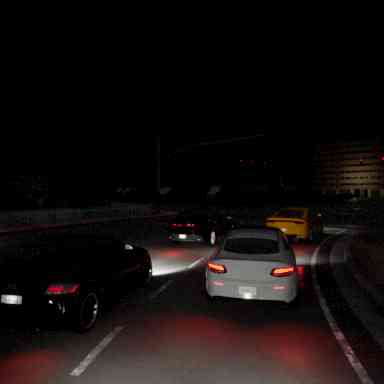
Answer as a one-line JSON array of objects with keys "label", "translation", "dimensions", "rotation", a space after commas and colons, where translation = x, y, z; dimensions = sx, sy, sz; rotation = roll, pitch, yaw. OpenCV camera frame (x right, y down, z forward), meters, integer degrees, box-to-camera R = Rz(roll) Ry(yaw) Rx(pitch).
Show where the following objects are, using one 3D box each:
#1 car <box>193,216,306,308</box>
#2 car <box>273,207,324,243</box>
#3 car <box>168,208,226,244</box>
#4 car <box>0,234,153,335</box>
[{"label": "car", "translation": [1.514, 1.526, 7.937], "dimensions": [1.812, 1.442, 4.674], "rotation": [0, 0, 14]}, {"label": "car", "translation": [5.190, 1.477, 16.451], "dimensions": [1.882, 1.535, 5.008], "rotation": [0, 0, 30]}, {"label": "car", "translation": [0.591, 1.505, 15.344], "dimensions": [1.837, 1.490, 4.892], "rotation": [0, 0, 23]}, {"label": "car", "translation": [-2.277, 1.564, 6.905], "dimensions": [1.994, 1.385, 4.181], "rotation": [0, 0, 11]}]
